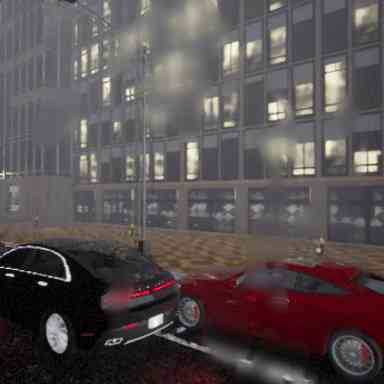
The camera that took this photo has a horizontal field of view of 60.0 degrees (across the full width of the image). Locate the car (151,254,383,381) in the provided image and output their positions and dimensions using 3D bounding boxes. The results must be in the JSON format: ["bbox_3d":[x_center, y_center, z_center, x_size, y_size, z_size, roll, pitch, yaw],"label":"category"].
[{"bbox_3d":[1.529,1.686,5.440,4.206,1.307,1.802,-1,-1,37],"label":"car"}]

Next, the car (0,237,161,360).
[{"bbox_3d":[-2.454,1.606,6.187,4.892,1.490,1.837,-1,-1,37],"label":"car"}]
